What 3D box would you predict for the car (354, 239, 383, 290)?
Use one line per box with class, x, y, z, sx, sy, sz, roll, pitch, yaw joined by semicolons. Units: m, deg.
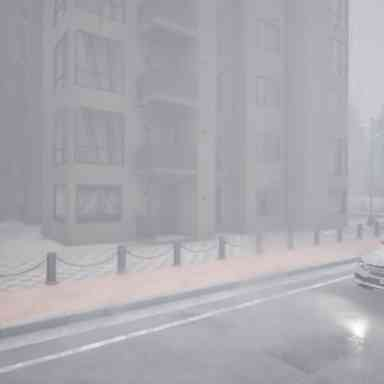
car;5.901;1.606;8.138;4.674;1.442;1.812;1;-1;-35
